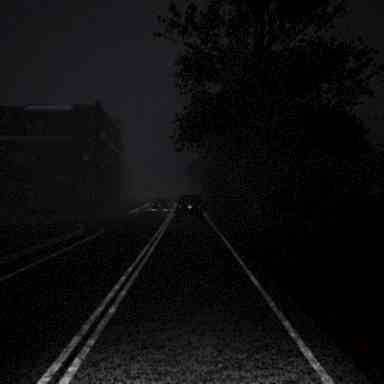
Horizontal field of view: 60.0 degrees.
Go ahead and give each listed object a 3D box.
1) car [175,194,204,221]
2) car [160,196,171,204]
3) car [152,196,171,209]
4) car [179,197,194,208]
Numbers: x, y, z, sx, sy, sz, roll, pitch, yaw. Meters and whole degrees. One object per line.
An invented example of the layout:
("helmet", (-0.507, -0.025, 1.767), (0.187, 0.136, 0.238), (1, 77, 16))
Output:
("car", (-0.228, 1.209, 27.485), (2.150, 2.045, 5.566), (0, 0, -1))
("car", (-4.768, 1.346, 60.182), (1.895, 1.301, 4.718), (0, 1, -2))
("car", (-4.145, 1.426, 43.747), (1.837, 1.490, 4.892), (0, 1, -2))
("car", (-0.823, 1.445, 47.069), (2.033, 1.411, 5.357), (0, 1, -2))
